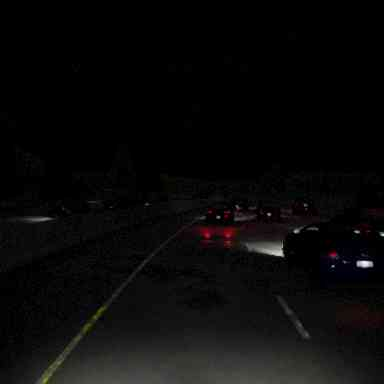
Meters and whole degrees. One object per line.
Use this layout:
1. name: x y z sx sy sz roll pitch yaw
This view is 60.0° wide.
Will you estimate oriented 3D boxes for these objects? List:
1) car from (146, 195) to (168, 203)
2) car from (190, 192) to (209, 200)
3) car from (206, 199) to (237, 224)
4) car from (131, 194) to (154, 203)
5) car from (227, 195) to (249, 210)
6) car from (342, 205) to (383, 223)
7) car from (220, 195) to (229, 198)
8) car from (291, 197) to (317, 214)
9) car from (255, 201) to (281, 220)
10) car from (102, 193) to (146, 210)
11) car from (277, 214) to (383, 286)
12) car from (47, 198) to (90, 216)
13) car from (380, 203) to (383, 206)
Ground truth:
1. car: -6.039 1.257 60.190 1.882 1.535 5.008 0 0 22
2. car: 1.643 0.972 68.909 2.150 2.045 5.566 0 0 25
3. car: 2.064 1.456 23.958 1.812 1.442 4.674 0 0 9
4. car: -9.136 1.239 61.904 1.882 1.535 5.008 0 0 22
5. car: 5.856 1.396 40.510 1.837 1.490 4.892 0 0 16
6. car: 7.977 1.507 15.721 1.812 1.442 4.674 0 0 6
7. car: 7.707 1.304 73.098 2.128 1.511 4.902 0 0 27
8. car: 11.132 1.289 33.249 2.097 1.767 4.553 0 0 14
9. car: 6.110 1.463 26.763 1.812 1.442 4.674 0 0 11
10. car: -6.968 1.084 33.677 2.150 2.045 5.566 0 0 13
11. car: 3.921 1.549 9.338 1.994 1.385 4.181 0 0 3
12. car: -11.185 1.333 30.415 1.882 1.535 5.008 0 0 11
13. car: 11.732 1.211 17.868 2.150 2.045 5.566 0 0 7
